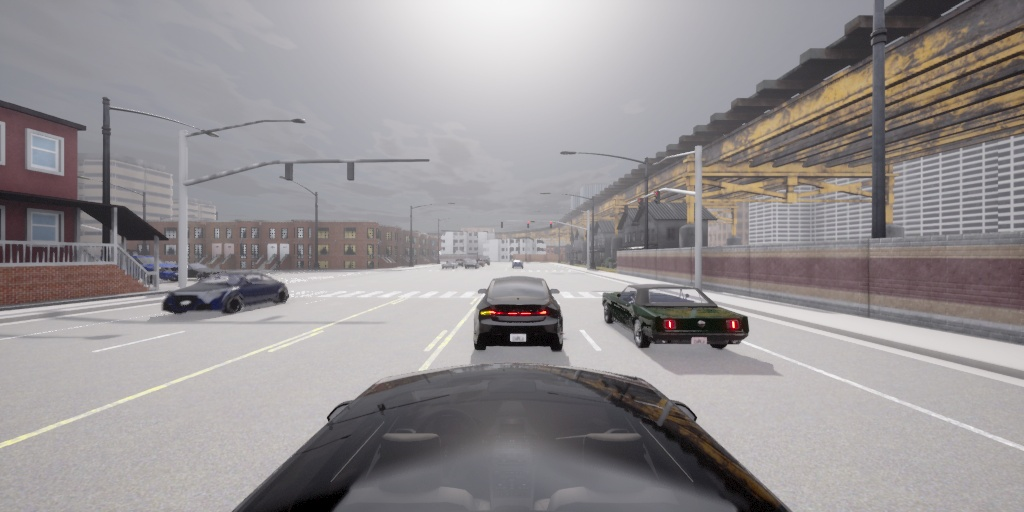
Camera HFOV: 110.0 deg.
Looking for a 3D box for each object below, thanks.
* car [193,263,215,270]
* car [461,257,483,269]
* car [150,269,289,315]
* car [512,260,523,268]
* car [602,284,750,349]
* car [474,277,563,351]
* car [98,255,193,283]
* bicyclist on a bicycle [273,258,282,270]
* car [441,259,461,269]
[{"bbox_3d":[-27.093,1.297,30.144,5.357,1.411,2.033,0,0,1],"label":"car"},{"bbox_3d":[-6.294,1.297,56.927,2.033,1.411,5.357,0,0,1],"label":"car"},{"bbox_3d":[-10.469,1.314,13.498,1.994,1.385,4.181,0,0,0],"label":"car"},{"bbox_3d":[0.952,1.297,60.861,2.033,1.411,5.357,0,0,1],"label":"car"},{"bbox_3d":[3.668,1.351,9.144,1.895,1.301,4.718,0,0,1],"label":"car"},{"bbox_3d":[0.163,1.255,9.006,1.837,1.490,4.892,0,0,1],"label":"car"},{"bbox_3d":[-27.629,0.972,26.658,5.566,2.045,2.150,0,0,1],"label":"car"},{"bbox_3d":[-30.533,1.050,46.684,0.582,1.620,1.656,0,0,1],"label":"bicyclist on a bicycle"},{"bbox_3d":[-9.801,1.351,56.657,1.895,1.301,4.718,0,0,2],"label":"car"}]
